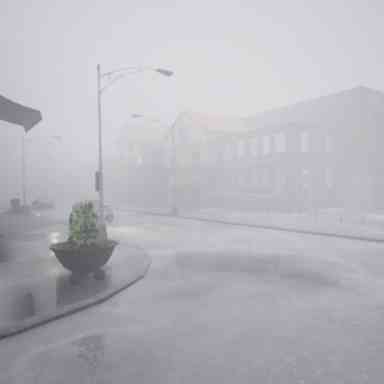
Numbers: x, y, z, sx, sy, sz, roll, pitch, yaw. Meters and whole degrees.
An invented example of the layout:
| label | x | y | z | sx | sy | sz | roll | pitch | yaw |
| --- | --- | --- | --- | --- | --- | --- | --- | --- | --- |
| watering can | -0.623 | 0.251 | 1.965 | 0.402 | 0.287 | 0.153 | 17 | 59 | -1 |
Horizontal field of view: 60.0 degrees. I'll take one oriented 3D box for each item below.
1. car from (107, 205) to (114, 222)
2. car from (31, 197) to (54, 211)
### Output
| label | x | y | z | sx | sy | sz | roll | pitch | yaw |
| --- | --- | --- | --- | --- | --- | --- | --- | --- | --- |
| car | -7.084 | 1.328 | 23.355 | 2.128 | 1.511 | 4.902 | -1 | 1 | -34 |
| car | -17.336 | 1.348 | 38.588 | 1.812 | 1.442 | 4.674 | -1 | 1 | -34 |
